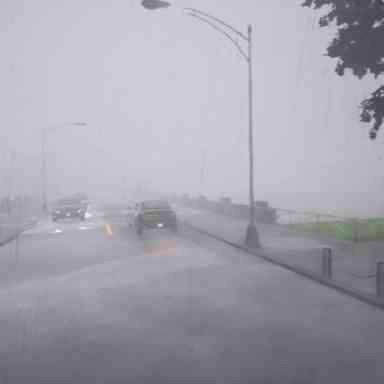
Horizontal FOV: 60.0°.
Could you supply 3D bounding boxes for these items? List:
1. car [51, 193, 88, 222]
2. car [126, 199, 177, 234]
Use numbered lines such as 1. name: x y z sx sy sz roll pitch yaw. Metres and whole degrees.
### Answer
1. car: -8.262 1.095 22.560 1.837 1.490 4.892 -1 1 -17
2. car: -2.103 1.135 16.741 1.837 1.490 4.892 -1 1 -17
